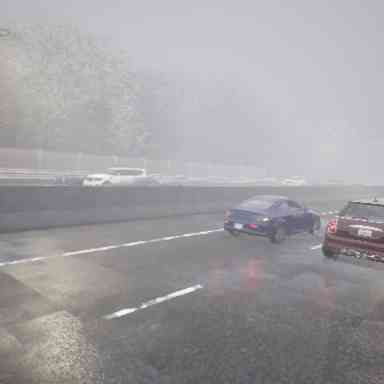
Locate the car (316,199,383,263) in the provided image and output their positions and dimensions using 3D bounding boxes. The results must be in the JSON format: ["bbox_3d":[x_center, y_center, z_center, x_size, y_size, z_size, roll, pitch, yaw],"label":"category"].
[{"bbox_3d":[5.625,0.985,9.640,2.097,1.767,4.553,7,5,42],"label":"car"}]

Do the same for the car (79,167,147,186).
[{"bbox_3d":[-6.151,-1.045,27.887,2.150,2.045,5.566,7,5,42],"label":"car"}]

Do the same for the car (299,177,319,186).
[{"bbox_3d":[21.151,-1.234,57.801,2.128,1.511,4.902,7,5,42],"label":"car"}]

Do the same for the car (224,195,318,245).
[{"bbox_3d":[2.998,0.855,11.958,1.812,1.442,4.674,7,5,42],"label":"car"}]

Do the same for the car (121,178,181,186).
[{"bbox_3d":[-2.048,-0.042,22.096,1.895,1.301,4.718,7,5,42],"label":"car"}]

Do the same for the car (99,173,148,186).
[{"bbox_3d":[-3.936,-0.411,25.190,2.033,1.411,5.357,7,5,42],"label":"car"}]

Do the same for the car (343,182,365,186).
[{"bbox_3d":[26.371,-0.628,53.190,1.837,1.490,4.892,7,5,43],"label":"car"}]

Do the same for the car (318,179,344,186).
[{"bbox_3d":[23.711,-1.191,55.399,2.150,2.045,5.566,7,5,42],"label":"car"}]

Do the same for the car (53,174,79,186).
[{"bbox_3d":[-9.616,-0.959,29.316,1.895,1.301,4.718,7,5,42],"label":"car"}]

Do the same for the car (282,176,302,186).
[{"bbox_3d":[18.453,-1.790,59.976,2.150,2.045,5.566,7,6,42],"label":"car"}]
